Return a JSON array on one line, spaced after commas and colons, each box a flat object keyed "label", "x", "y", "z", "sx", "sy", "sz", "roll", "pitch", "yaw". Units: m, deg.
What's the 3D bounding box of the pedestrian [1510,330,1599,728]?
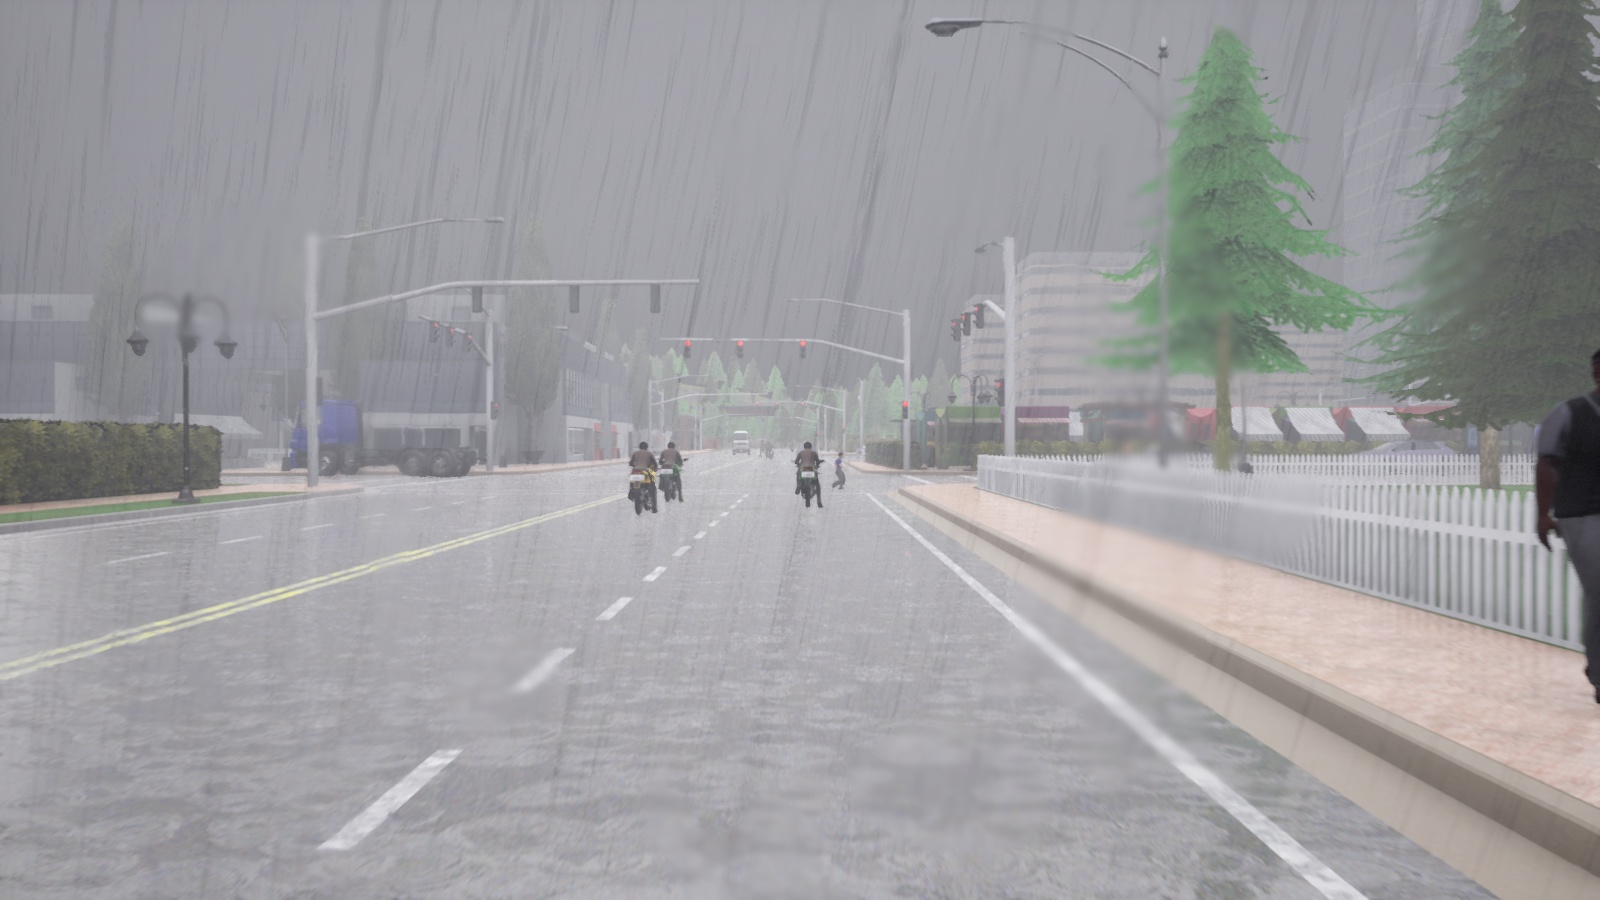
[{"label": "pedestrian", "x": 4.077, "y": 0.373, "z": 6.292, "sx": 0.563, "sy": 1.883, "sz": 0.849, "roll": 0, "pitch": 0, "yaw": 1}]

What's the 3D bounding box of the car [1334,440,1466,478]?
[{"label": "car", "x": 26.373, "y": 0.386, "z": 55.285, "sx": 4.856, "sy": 1.649, "sz": 2.033, "roll": 0, "pitch": 0, "yaw": -1}]

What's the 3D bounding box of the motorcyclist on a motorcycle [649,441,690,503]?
[{"label": "motorcyclist on a motorcycle", "x": -3.304, "y": 0.546, "z": 31.951, "sx": 0.797, "sy": 1.523, "sz": 2.044, "roll": 0, "pitch": 0, "yaw": 0}]

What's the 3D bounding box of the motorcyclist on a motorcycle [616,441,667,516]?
[{"label": "motorcyclist on a motorcycle", "x": -3.334, "y": 0.576, "z": 26.562, "sx": 0.797, "sy": 1.523, "sz": 2.044, "roll": 0, "pitch": 0, "yaw": 0}]

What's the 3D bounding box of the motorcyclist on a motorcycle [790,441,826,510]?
[{"label": "motorcyclist on a motorcycle", "x": 0.179, "y": 0.566, "z": 28.929, "sx": 0.797, "sy": 1.523, "sz": 2.044, "roll": 0, "pitch": 0, "yaw": 0}]

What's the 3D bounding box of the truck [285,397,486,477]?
[{"label": "truck", "x": -18.204, "y": -0.563, "z": 55.462, "sx": 7.936, "sy": 3.462, "sz": 2.891, "roll": 0, "pitch": 0, "yaw": 3}]

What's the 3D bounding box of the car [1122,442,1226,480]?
[{"label": "car", "x": 15.323, "y": 0.447, "z": 51.564, "sx": 3.705, "sy": 1.549, "sz": 1.789, "roll": 0, "pitch": 0, "yaw": -1}]

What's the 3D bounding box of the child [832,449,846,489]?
[{"label": "child", "x": 1.234, "y": 0.603, "z": 39.420, "sx": 0.437, "sy": 1.263, "sz": 0.270, "roll": 0, "pitch": 0, "yaw": 0}]
